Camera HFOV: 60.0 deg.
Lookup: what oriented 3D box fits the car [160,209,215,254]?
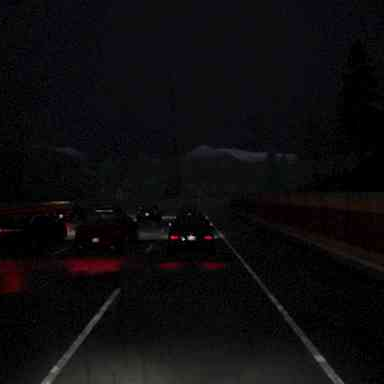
[{"bbox_3d":[-0.053,1.682,14.191,2.033,1.411,5.357,0,-1,-1],"label":"car"}]

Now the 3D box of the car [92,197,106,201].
[{"bbox_3d":[-21.281,2.291,80.901,2.033,1.411,5.357,0,-1,16],"label":"car"}]

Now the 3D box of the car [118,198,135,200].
[{"bbox_3d":[-14.683,2.260,78.556,2.128,1.511,4.902,0,-1,16],"label":"car"}]

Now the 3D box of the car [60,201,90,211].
[{"bbox_3d":[-10.725,1.804,29.480,1.812,1.442,4.674,0,0,0],"label":"car"}]

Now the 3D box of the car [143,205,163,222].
[{"bbox_3d":[-3.725,1.842,29.470,1.994,1.385,4.181,0,-1,0],"label":"car"}]

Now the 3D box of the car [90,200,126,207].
[{"bbox_3d":[-7.226,1.770,29.416,2.128,1.511,4.902,0,0,0],"label":"car"}]

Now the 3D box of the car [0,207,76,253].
[{"bbox_3d":[-7.054,1.629,14.420,2.128,1.511,4.902,0,0,0],"label":"car"}]

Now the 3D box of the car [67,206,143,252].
[{"bbox_3d":[-3.554,1.616,14.636,1.882,1.535,5.008,0,0,-1],"label":"car"}]

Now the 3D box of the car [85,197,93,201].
[{"bbox_3d":[-24.578,2.127,82.107,2.097,1.767,4.553,0,-1,16],"label":"car"}]

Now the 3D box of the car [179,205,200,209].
[{"bbox_3d":[-0.225,1.842,29.512,1.994,1.385,4.181,0,0,0],"label":"car"}]
